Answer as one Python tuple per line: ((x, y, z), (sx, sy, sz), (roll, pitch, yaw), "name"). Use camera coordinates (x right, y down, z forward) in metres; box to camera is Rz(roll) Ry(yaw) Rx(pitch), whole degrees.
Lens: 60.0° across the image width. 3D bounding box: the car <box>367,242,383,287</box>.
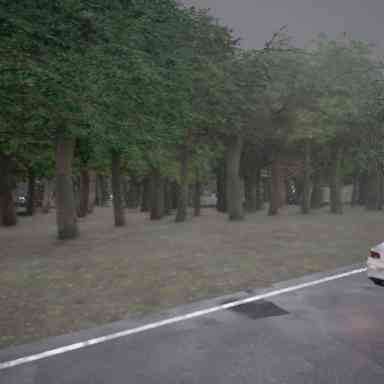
((5.947, 1.458, 7.830), (4.674, 1.442, 1.812), (-1, 0, -34), "car")
